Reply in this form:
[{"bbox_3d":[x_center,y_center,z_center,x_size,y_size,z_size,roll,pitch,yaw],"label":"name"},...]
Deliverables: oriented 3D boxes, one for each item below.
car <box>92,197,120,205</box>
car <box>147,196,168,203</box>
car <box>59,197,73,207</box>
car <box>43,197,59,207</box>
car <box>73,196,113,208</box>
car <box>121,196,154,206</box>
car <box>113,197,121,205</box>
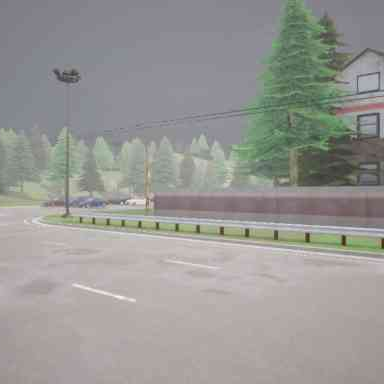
[{"bbox_3d":[-15.027,1.601,58.387,1.895,1.301,4.718,0,0,36],"label":"car"},{"bbox_3d":[-7.193,1.564,69.100,1.994,1.385,4.181,0,0,36],"label":"car"},{"bbox_3d":[-16.895,1.352,49.835,2.097,1.767,4.553,0,0,36],"label":"car"},{"bbox_3d":[-20.367,1.526,51.008,1.812,1.442,4.674,0,0,36],"label":"car"},{"bbox_3d":[-14.136,1.526,47.682,1.812,1.442,4.674,0,0,36],"label":"car"},{"bbox_3d":[-8.946,1.526,54.877,1.812,1.442,4.674,0,0,36],"label":"car"},{"bbox_3d":[-11.513,1.478,57.280,1.882,1.535,5.008,0,0,36],"label":"car"}]
